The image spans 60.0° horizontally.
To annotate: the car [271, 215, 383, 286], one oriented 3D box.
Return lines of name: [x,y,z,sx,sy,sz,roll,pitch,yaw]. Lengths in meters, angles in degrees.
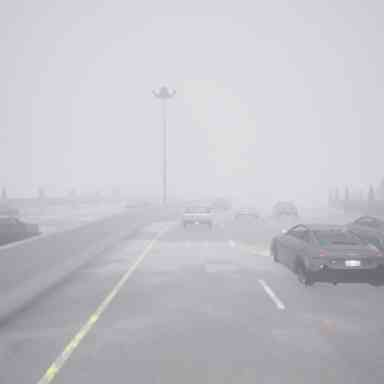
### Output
car: [3.600,1.564,9.447,1.994,1.385,4.181,0,0,0]

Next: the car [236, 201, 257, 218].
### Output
car: [4.955,1.526,30.238,1.812,1.442,4.674,0,0,9]

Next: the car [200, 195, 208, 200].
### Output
car: [2.968,1.351,59.110,2.097,1.767,4.553,0,0,26]

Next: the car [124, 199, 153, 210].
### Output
car: [-6.772,1.549,42.879,2.033,1.411,5.357,0,0,15]

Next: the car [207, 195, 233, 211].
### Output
car: [3.677,1.353,40.412,2.097,1.767,4.553,0,0,15]

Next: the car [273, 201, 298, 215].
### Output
car: [8.465,1.548,30.315,2.033,1.411,5.357,0,0,10]

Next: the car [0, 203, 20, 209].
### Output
car: [-13.683,1.478,22.399,1.882,1.535,5.008,0,0,4]

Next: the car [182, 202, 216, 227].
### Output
car: [0.481,1.601,22.590,1.895,1.301,4.718,0,0,4]

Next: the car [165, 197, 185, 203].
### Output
car: [-3.243,1.601,62.226,1.895,1.301,4.718,0,0,26]

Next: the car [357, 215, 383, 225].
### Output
car: [7.118,1.564,12.597,1.994,1.385,4.181,0,0,0]

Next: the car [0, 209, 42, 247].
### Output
car: [-7.074,1.548,11.339,2.033,1.411,5.357,0,0,0]
